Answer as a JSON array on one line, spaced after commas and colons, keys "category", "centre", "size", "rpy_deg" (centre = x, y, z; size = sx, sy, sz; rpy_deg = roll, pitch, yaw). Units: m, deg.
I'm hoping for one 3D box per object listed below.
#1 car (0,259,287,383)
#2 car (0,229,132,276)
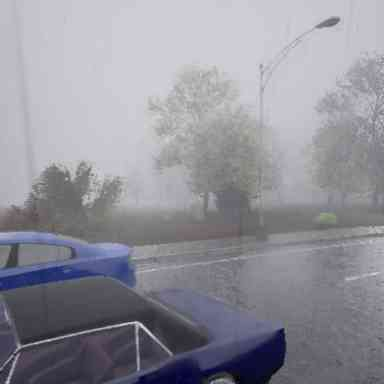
[{"category": "car", "centre": [-1.427, 1.589, 2.860], "size": [4.718, 1.301, 1.895], "rpy_deg": [0, 0, -35]}, {"category": "car", "centre": [-3.445, 1.454, 5.668], "size": [5.008, 1.535, 1.882], "rpy_deg": [0, 0, -34]}]
